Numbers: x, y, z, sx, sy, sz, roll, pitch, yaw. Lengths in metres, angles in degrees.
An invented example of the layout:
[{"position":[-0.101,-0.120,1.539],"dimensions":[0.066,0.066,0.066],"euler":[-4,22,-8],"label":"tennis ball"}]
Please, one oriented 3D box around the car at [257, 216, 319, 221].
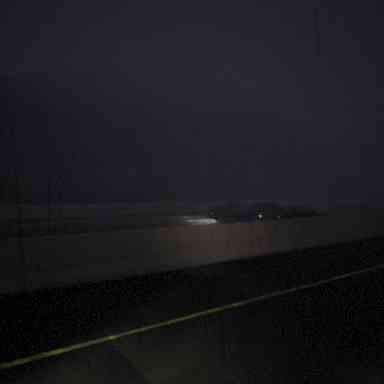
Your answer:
[{"position":[6.435,1.591,21.408],"dimensions":[4.718,1.301,1.895],"euler":[0,0,-35],"label":"car"}]
